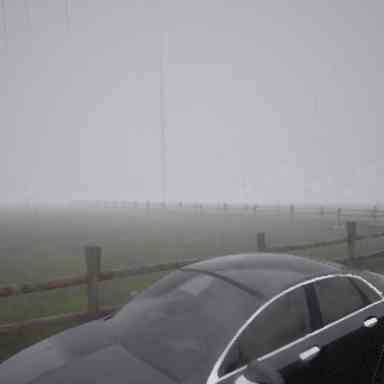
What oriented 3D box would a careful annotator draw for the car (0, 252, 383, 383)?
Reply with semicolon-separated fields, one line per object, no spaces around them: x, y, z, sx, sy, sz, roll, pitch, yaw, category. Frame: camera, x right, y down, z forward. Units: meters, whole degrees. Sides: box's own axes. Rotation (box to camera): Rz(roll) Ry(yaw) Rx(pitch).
0.491;1.505;3.417;4.892;1.490;1.837;-1;0;-35;car
